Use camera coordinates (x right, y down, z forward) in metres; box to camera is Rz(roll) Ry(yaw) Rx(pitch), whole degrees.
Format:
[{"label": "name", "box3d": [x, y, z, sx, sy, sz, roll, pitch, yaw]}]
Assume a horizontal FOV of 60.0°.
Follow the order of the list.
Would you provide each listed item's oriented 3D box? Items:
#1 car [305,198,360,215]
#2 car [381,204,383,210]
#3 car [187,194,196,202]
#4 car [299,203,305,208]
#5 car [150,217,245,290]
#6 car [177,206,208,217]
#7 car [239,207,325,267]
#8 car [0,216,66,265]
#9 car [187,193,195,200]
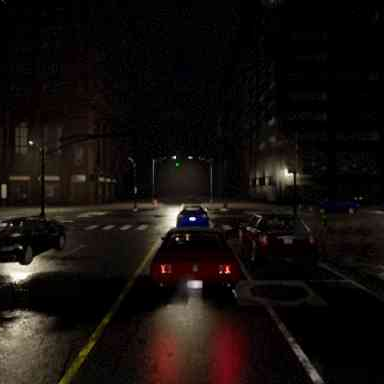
[{"label": "car", "box3d": [14.148, 1.462, 33.052, 4.674, 1.442, 1.812, 0, 0, 2]}, {"label": "car", "box3d": [23.082, 1.462, 36.341, 4.181, 1.385, 1.994, 0, 0, -1]}, {"label": "car", "box3d": [-0.157, 1.357, 79.719, 2.097, 1.767, 4.553, 0, 0, 0]}, {"label": "car", "box3d": [14.183, 1.423, 36.292, 4.892, 1.490, 1.837, 0, 0, 1]}, {"label": "car", "box3d": [0.072, 1.595, 8.998, 1.895, 1.301, 4.718, 0, 0, 0]}, {"label": "car", "box3d": [0.046, 1.565, 21.502, 1.994, 1.385, 4.181, 0, 0, 0]}, {"label": "car", "box3d": [2.750, 1.433, 11.439, 1.967, 1.590, 4.097, 0, 0, 0]}, {"label": "car", "box3d": [-5.774, 1.544, 11.430, 2.008, 1.369, 4.403, 0, 0, 0]}, {"label": "car", "box3d": [-0.206, 1.229, 89.728, 2.097, 1.767, 4.553, 0, 0, 0]}]
